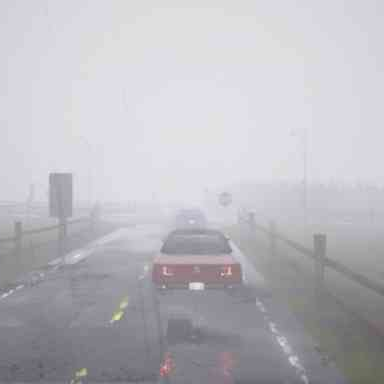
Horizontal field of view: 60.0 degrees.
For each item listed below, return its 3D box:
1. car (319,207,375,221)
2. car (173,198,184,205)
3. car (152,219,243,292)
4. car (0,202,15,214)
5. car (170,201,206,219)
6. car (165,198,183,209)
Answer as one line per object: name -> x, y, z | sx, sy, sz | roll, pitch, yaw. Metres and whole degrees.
car -> 14.895, 2.141, 32.127 | 4.718, 1.301, 1.895 | 1, -1, 1
car -> -2.723, 1.884, 67.117 | 2.033, 1.411, 5.357 | 0, 0, 0
car -> 0.104, 1.642, 8.997 | 1.895, 1.301, 4.718 | 0, 0, 0
car -> -18.353, 1.193, 29.472 | 5.008, 1.535, 1.882 | 1, -1, 1
car -> -0.247, 1.576, 21.472 | 1.882, 1.535, 5.008 | 0, 0, -5
car -> -2.818, 1.798, 48.534 | 1.994, 1.385, 4.181 | 0, 0, 0
